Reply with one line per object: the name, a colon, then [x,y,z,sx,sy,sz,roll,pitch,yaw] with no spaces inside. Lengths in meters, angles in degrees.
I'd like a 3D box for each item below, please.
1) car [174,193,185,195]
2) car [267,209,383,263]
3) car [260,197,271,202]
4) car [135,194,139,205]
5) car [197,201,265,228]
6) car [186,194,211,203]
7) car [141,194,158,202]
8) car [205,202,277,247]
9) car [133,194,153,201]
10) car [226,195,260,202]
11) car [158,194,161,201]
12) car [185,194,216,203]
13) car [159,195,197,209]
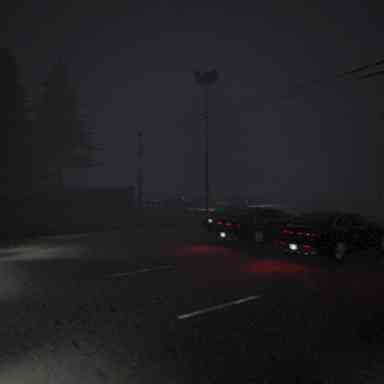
car: [-1.877,1.045,60.267,2.097,1.767,4.553,-1,0,-35]
car: [5.104,1.405,11.687,4.892,1.490,1.837,-1,1,-35]
car: [9.458,1.204,50.534,2.033,1.411,5.357,-1,1,-36]
car: [-10.670,1.296,54.479,1.837,1.490,4.892,-1,0,-36]
car: [2.584,1.446,18.489,4.181,1.385,1.994,-1,0,-35]
car: [1.223,1.150,61.972,2.128,1.511,4.902,-1,0,-35]
car: [-8.321,1.108,57.222,2.097,1.767,4.553,-1,1,-36]
car: [3.197,1.404,14.627,4.892,1.490,1.837,-1,1,-35]
car: [-10.679,1.231,72.535,2.033,1.411,5.357,-1,0,-36]
car: [6.973,1.195,47.992,1.837,1.490,4.892,-1,0,-36]
car: [-7.674,1.184,74.351,1.812,1.442,4.674,-1,0,-36]
car: [1.192,1.356,44.031,1.895,1.301,4.718,-1,0,-36]
car: [-1.869,1.389,42.290,1.895,1.301,4.718,-1,0,-36]
